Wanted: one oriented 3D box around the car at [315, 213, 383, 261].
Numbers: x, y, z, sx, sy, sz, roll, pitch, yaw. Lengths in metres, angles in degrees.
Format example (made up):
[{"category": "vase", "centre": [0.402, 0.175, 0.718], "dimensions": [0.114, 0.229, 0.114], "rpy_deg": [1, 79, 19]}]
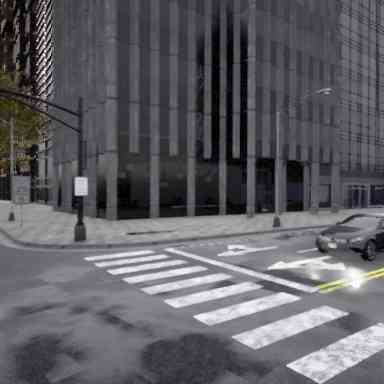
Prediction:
[{"category": "car", "centre": [6.620, 1.534, 12.417], "dimensions": [4.674, 1.442, 1.812], "rpy_deg": [0, 0, -34]}]
